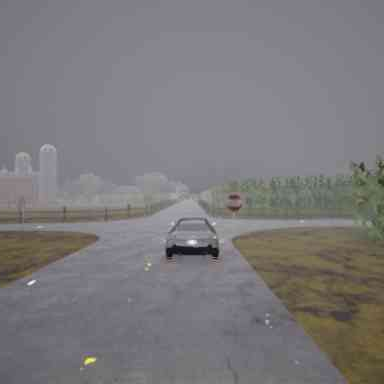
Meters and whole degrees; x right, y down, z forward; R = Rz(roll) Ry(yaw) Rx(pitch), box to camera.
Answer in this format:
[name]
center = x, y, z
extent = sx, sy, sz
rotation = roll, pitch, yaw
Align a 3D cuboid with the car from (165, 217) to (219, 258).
[car]
center = 0.046, 1.709, 13.366
extent = 1.994, 1.385, 4.181
rotation = 0, -1, 1
